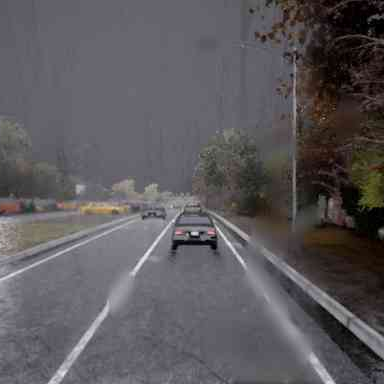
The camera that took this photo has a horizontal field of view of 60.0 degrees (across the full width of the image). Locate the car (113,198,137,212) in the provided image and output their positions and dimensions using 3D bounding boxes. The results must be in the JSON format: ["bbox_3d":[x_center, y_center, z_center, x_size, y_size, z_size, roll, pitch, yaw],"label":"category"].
[{"bbox_3d":[-10.378,2.013,46.125,4.553,1.767,2.185,0,-2,0],"label":"car"}]

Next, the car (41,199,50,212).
[{"bbox_3d":[-23.241,2.142,46.337,5.366,1.575,1.946,0,-2,0],"label":"car"}]

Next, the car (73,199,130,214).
[{"bbox_3d":[-10.163,1.875,37.807,5.366,1.575,1.946,0,-2,0],"label":"car"}]

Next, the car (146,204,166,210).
[{"bbox_3d":[-10.150,4.159,93.247,5.366,1.575,1.946,0,-3,0],"label":"car"}]

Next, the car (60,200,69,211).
[{"bbox_3d":[-23.393,2.325,54.644,4.553,1.767,2.185,0,-2,0],"label":"car"}]

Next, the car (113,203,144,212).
[{"bbox_3d":[-10.347,2.484,54.437,4.674,1.452,2.002,0,-2,0],"label":"car"}]

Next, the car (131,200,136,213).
[{"bbox_3d":[-10.353,2.043,43.345,5.008,1.535,2.097,0,-2,0],"label":"car"}]

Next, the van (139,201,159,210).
[{"bbox_3d":[-10.222,3.200,79.397,4.442,1.987,1.878,0,-3,0],"label":"van"}]

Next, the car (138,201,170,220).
[{"bbox_3d":[-3.356,1.806,30.046,1.994,1.385,4.181,0,-1,0],"label":"car"}]

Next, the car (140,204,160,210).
[{"bbox_3d":[-10.341,3.613,82.155,4.674,1.452,2.002,0,-3,0],"label":"car"}]

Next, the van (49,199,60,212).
[{"bbox_3d":[-23.542,2.122,51.880,4.442,1.987,1.878,0,-2,0],"label":"van"}]

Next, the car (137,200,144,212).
[{"bbox_3d":[-10.317,1.988,48.899,5.566,2.045,2.435,0,-2,0],"label":"car"}]

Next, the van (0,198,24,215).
[{"bbox_3d":[-23.545,1.733,40.687,4.442,1.987,1.878,0,-2,0],"label":"van"}]

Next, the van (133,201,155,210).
[{"bbox_3d":[-10.224,2.834,71.093,4.442,1.987,1.878,0,-2,0],"label":"van"}]

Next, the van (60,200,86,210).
[{"bbox_3d":[-23.539,2.634,65.722,4.442,1.987,1.878,0,-2,0],"label":"van"}]

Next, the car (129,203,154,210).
[{"bbox_3d":[-10.344,2.997,68.309,4.674,1.452,2.002,0,-2,0],"label":"car"}]

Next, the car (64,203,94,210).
[{"bbox_3d":[-23.236,2.959,68.483,5.366,1.575,1.946,0,-2,0],"label":"car"}]

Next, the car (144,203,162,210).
[{"bbox_3d":[-10.306,3.742,87.709,4.553,1.767,2.185,0,-3,0],"label":"car"}]

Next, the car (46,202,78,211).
[{"bbox_3d":[-23.418,2.655,60.177,5.008,1.535,2.097,0,-2,0],"label":"car"}]

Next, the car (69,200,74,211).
[{"bbox_3d":[-23.418,2.548,57.283,5.008,1.535,2.097,0,-2,0],"label":"car"}]

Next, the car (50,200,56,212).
[{"bbox_3d":[-23.419,2.247,49.103,4.892,1.521,2.231,0,-2,0],"label":"car"}]

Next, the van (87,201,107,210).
[{"bbox_3d":[-23.535,3.348,82.185,4.442,1.987,1.878,0,-3,0],"label":"van"}]

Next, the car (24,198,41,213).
[{"bbox_3d":[-23.454,1.798,43.579,5.566,2.045,2.435,0,-2,0],"label":"car"}]

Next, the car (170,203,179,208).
[{"bbox_3d":[-3.274,3.112,71.917,1.837,1.490,4.892,0,-2,0],"label":"car"}]

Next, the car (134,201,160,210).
[{"bbox_3d":[-10.368,3.028,76.626,5.566,2.045,2.435,0,-3,0],"label":"car"}]

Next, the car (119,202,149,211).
[{"bbox_3d":[-10.349,2.649,59.987,5.008,1.535,2.097,0,-2,0],"label":"car"}]

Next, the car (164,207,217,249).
[{"bbox_3d":[0.094,1.581,14.672,2.033,1.411,5.357,0,0,0],"label":"car"}]

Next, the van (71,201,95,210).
[{"bbox_3d":[-23.304,2.839,71.258,4.442,1.987,1.878,0,-2,0],"label":"van"}]

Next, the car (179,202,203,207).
[{"bbox_3d":[0.088,1.837,34.791,2.128,1.511,4.902,0,-1,0],"label":"car"}]

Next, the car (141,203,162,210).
[{"bbox_3d":[-10.332,3.720,84.929,5.008,1.535,2.097,0,-3,0],"label":"car"}]

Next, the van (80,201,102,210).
[{"bbox_3d":[-23.303,3.053,76.645,4.442,1.987,1.878,0,-3,0],"label":"van"}]

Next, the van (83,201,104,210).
[{"bbox_3d":[-23.535,3.207,79.544,4.442,1.987,1.878,0,-3,0],"label":"van"}]

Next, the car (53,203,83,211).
[{"bbox_3d":[-23.416,2.759,62.945,4.892,1.521,2.231,0,-2,0],"label":"car"}]

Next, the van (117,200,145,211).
[{"bbox_3d":[-10.460,2.321,57.221,4.442,1.987,1.878,0,-2,0],"label":"van"}]
